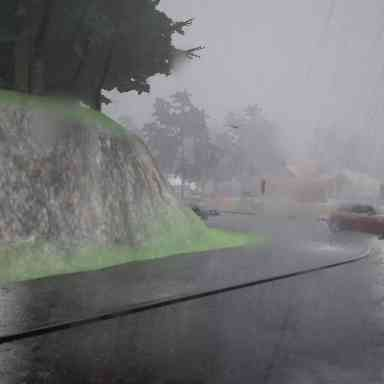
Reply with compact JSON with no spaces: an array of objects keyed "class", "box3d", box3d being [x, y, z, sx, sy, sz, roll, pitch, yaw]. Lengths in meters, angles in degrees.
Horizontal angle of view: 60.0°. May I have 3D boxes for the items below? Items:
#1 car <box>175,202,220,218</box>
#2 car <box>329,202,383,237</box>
[{"class":"car","box3d":[0.692,1.584,30.428,1.994,1.385,4.181,0,0,-35]},{"class":"car","box3d":[9.440,1.371,17.160,2.097,1.767,4.553,0,0,-26]}]
